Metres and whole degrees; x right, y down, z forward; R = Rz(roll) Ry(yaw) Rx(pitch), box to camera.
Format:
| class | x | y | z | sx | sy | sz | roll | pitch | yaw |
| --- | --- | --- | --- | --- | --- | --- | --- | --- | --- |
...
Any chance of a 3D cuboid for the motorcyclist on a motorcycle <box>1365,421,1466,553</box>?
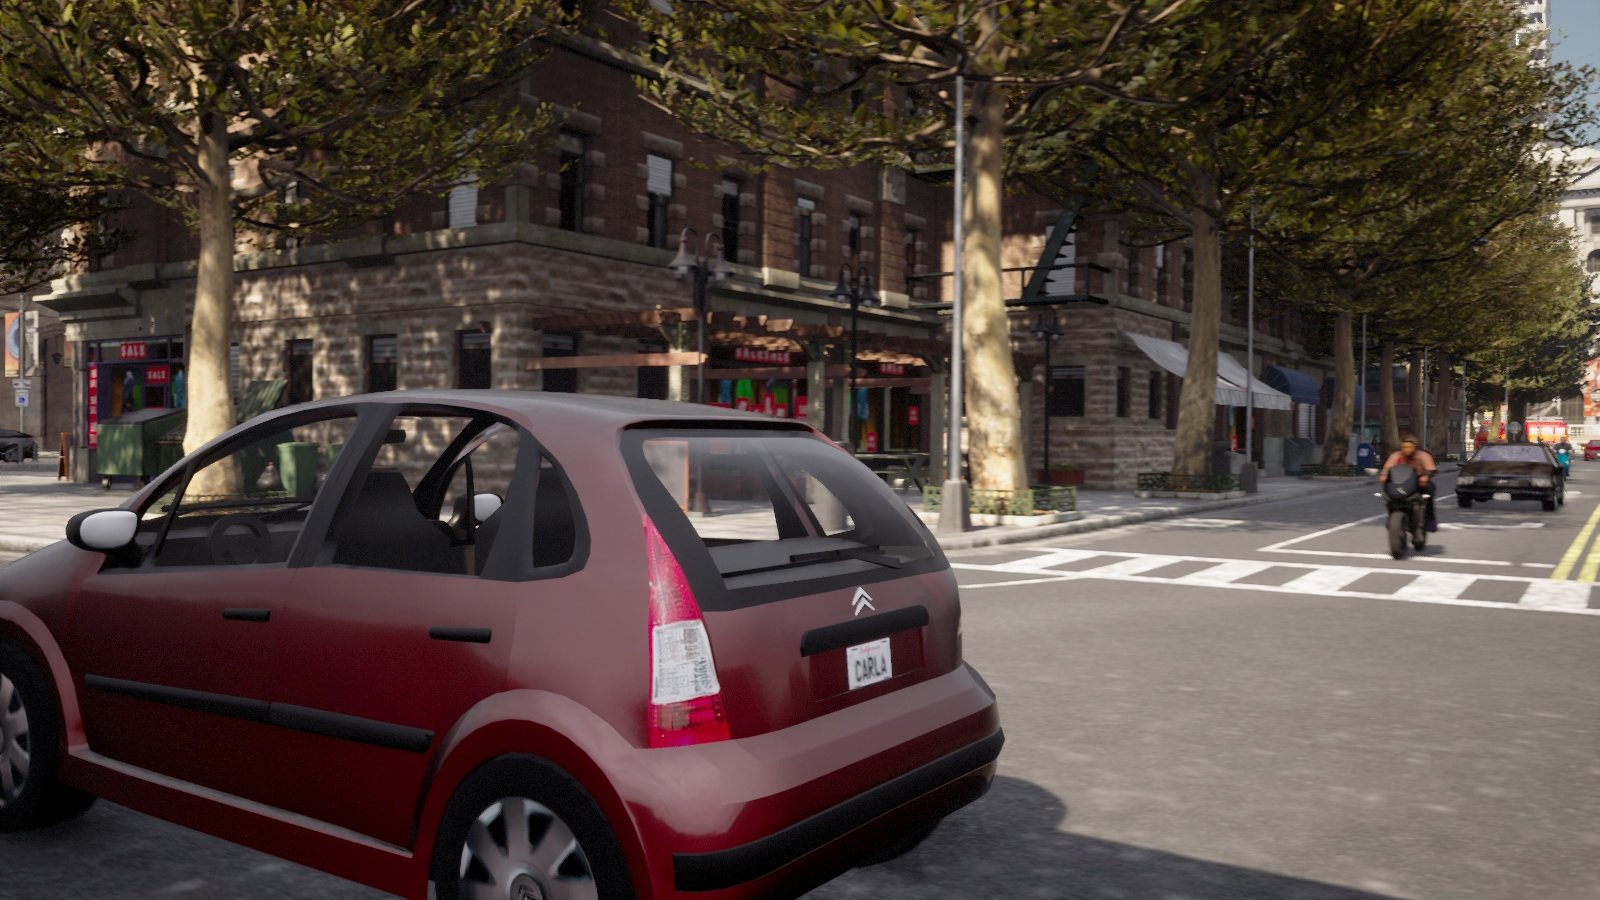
| class | x | y | z | sx | sy | sz | roll | pitch | yaw |
| --- | --- | --- | --- | --- | --- | --- | --- | --- | --- |
| motorcyclist on a motorcycle | 7.675 | 0.433 | 15.618 | 0.797 | 1.523 | 2.044 | 0 | 0 | 36 |

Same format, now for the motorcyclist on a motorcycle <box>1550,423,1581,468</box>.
| class | x | y | z | sx | sy | sz | roll | pitch | yaw |
| --- | --- | --- | --- | --- | --- | --- | --- | --- | --- |
| motorcyclist on a motorcycle | 27.386 | -0.177 | 44.937 | 0.866 | 1.590 | 1.817 | 0 | 1 | 34 |

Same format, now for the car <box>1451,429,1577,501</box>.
| class | x | y | z | sx | sy | sz | roll | pitch | yaw |
| --- | --- | --- | --- | --- | --- | --- | --- | --- | --- |
| car | 15.816 | 0.258 | 27.673 | 2.033 | 1.411 | 5.357 | 0 | 1 | 34 |

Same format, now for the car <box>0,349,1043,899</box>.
| class | x | y | z | sx | sy | sz | roll | pitch | yaw |
| --- | --- | --- | --- | --- | --- | --- | --- | --- | --- |
| car | -1.366 | 0.580 | 4.529 | 3.988 | 1.617 | 1.851 | 0 | 1 | 34 |

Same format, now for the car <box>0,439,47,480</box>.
| class | x | y | z | sx | sy | sz | roll | pitch | yaw |
| --- | --- | --- | --- | --- | --- | --- | --- | --- | --- |
| car | -31.091 | 0.376 | 46.685 | 2.163 | 1.488 | 4.792 | 0 | 1 | 35 |
